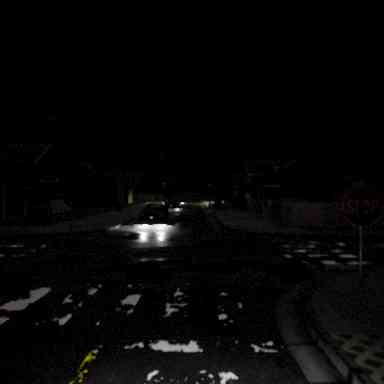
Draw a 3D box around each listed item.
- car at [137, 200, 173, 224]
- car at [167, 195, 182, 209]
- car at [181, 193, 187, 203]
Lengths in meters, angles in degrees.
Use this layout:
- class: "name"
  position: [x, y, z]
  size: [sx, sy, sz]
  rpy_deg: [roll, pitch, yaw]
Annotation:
- class: "car"
  position: [-2.729, 1.541, 24.539]
  size: [1.994, 1.385, 4.181]
  rpy_deg: [0, 1, 1]
- class: "car"
  position: [-2.687, 1.475, 44.943]
  size: [1.837, 1.490, 4.892]
  rpy_deg: [0, 0, 0]
- class: "car"
  position: [-2.669, 1.426, 69.790]
  size: [1.882, 1.535, 5.008]
  rpy_deg: [0, 0, 0]
